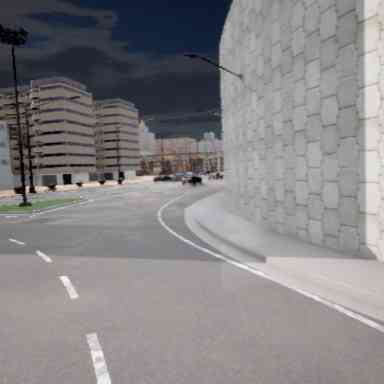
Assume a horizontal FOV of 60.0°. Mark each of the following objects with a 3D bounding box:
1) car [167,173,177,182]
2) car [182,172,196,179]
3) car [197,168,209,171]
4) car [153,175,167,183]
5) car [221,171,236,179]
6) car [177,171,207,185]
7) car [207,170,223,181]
[{"bbox_3d":[-2.297,-2.912,63.260,2.097,1.767,4.553,-1,4,19],"label":"car"},{"bbox_3d":[-0.743,-3.890,78.863,1.812,1.442,4.674,-1,4,19],"label":"car"},{"bbox_3d":[2.597,-4.637,77.858,2.150,2.045,5.566,-1,4,19],"label":"car"},{"bbox_3d":[-5.677,-2.628,64.125,2.033,1.411,5.357,-1,4,19],"label":"car"},{"bbox_3d":[7.833,-3.736,71.396,2.128,1.511,4.902,-1,4,19],"label":"car"},{"bbox_3d":[0.029,-1.826,47.984,2.128,1.511,4.902,-1,4,19],"label":"car"},{"bbox_3d":[4.271,-2.839,60.601,1.812,1.442,4.674,-1,4,19],"label":"car"}]
